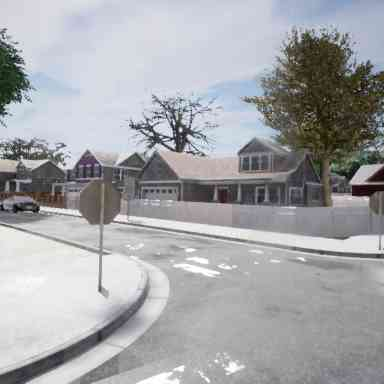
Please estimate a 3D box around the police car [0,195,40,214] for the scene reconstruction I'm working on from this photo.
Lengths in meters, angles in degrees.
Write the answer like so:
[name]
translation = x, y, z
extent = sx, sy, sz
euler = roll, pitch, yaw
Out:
[police car]
translation = -15.213, 1.067, 29.193
extent = 4.974, 1.542, 2.038
euler = 1, -1, 44
